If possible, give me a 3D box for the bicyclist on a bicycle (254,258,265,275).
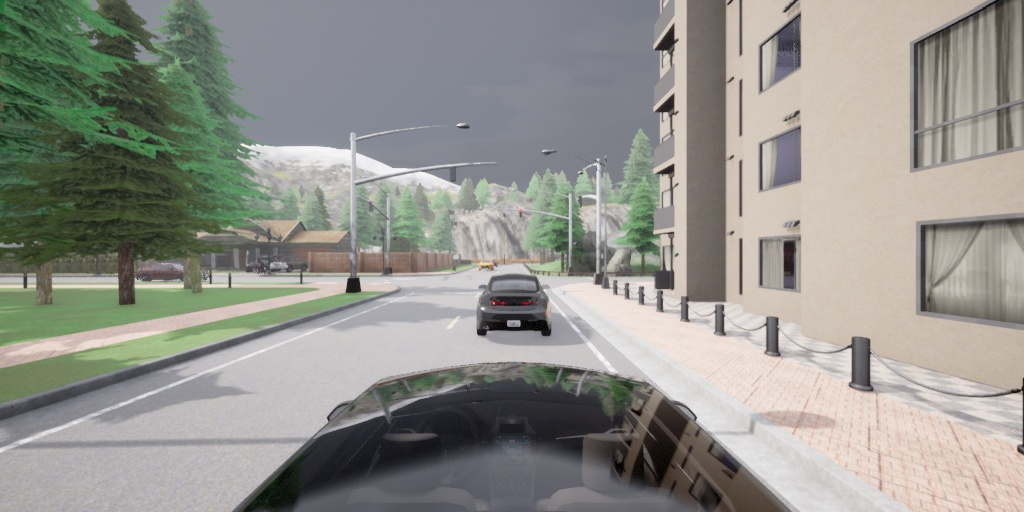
[{"bbox_3d":[-24.546,1.008,34.882,0.582,1.620,1.656,0,0,-1],"label":"bicyclist on a bicycle"}]

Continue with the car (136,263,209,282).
[{"bbox_3d":[-25.775,1.255,27.351,4.674,1.442,1.812,0,0,-1],"label":"car"}]

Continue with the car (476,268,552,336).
[{"bbox_3d":[0.062,1.253,10.382,1.837,1.490,4.892,0,0,0],"label":"car"}]

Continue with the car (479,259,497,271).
[{"bbox_3d":[-3.563,1.215,50.247,1.882,1.535,5.008,0,0,0],"label":"car"}]
